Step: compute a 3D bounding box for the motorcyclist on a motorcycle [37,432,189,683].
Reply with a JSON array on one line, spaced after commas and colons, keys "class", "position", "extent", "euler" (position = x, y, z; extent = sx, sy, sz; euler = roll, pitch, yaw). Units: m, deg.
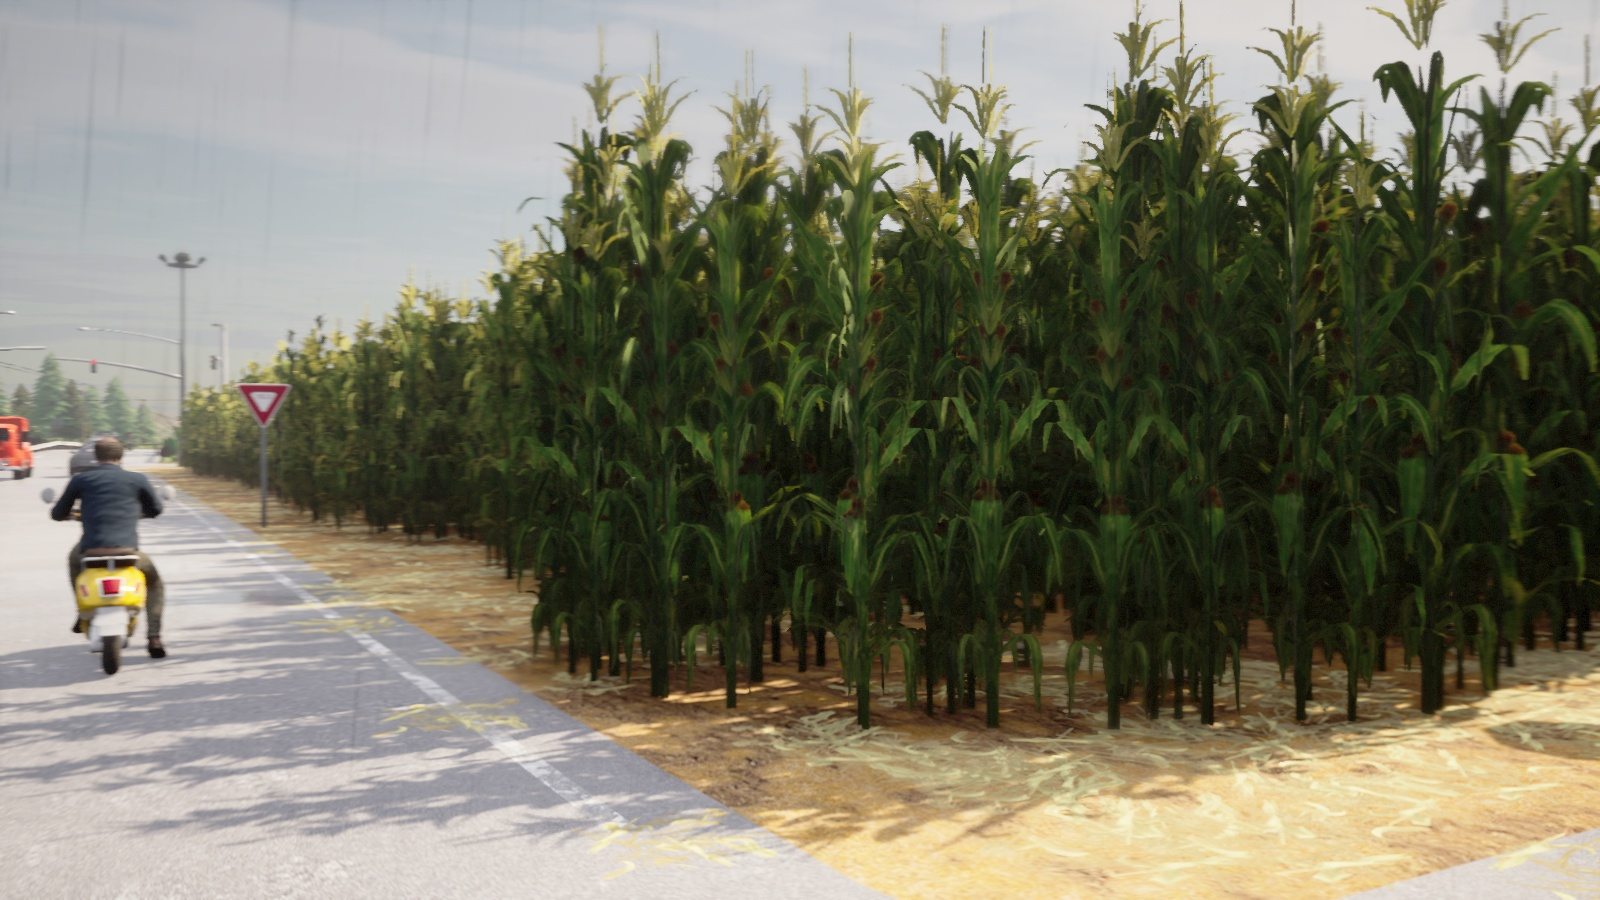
[{"class": "motorcyclist on a motorcycle", "position": [-4.892, 0.669, 8.956], "extent": [0.866, 1.590, 1.817], "euler": [0, 1, -29]}]

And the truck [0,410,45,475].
[{"class": "truck", "position": [-31.345, -0.311, 49.404], "extent": [2.627, 2.467, 5.204], "euler": [0, 1, -29]}]

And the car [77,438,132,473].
[{"class": "car", "position": [-29.527, 0.212, 53.337], "extent": [1.994, 1.385, 4.181], "euler": [0, 1, -29]}]
